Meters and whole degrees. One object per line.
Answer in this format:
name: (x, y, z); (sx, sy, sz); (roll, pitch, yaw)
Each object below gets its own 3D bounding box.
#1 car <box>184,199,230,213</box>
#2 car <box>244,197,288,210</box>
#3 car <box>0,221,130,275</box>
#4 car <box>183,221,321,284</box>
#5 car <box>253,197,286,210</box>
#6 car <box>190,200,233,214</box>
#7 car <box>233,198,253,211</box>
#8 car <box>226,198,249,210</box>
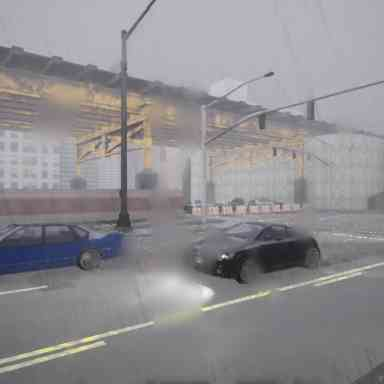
car: (1.472, 1.295, 35.224); (4.536, 1.218, 1.853); (0, 0, 8)
car: (9.189, 1.453, 41.649); (4.974, 1.542, 2.038); (0, 0, -7)
car: (-4.480, 1.547, 9.384); (5.357, 1.411, 2.033); (0, 0, -35)
car: (1.822, 1.564, 9.599); (4.181, 1.385, 1.994); (0, 0, -36)
car: (9.138, 1.295, 41.642); (4.536, 1.218, 1.853); (0, 0, -7)
car: (1.524, 1.453, 35.216); (4.974, 1.542, 2.038); (0, 0, 8)
car: (5.273, 1.453, 37.895); (2.038, 1.542, 4.974); (0, 0, 18)
car: (5.289, 1.295, 37.945); (1.853, 1.218, 4.536); (0, 0, 18)
